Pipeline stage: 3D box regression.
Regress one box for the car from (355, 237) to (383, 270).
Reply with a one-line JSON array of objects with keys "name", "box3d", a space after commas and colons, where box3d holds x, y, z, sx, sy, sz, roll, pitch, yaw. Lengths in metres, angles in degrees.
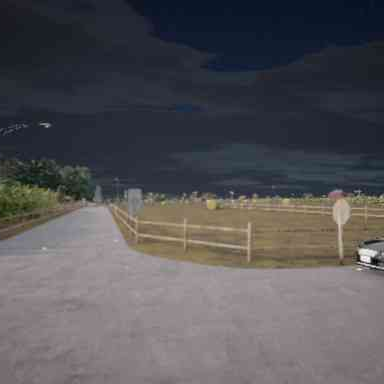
[{"name": "car", "box3d": [7.640, 1.754, 10.598, 4.902, 1.511, 2.128, 0, -3, -12]}]
